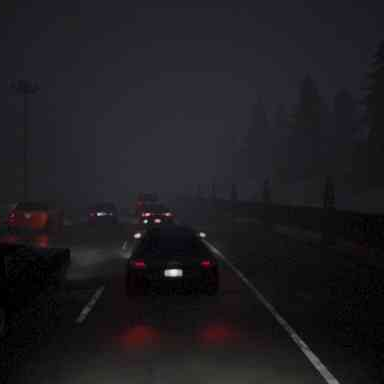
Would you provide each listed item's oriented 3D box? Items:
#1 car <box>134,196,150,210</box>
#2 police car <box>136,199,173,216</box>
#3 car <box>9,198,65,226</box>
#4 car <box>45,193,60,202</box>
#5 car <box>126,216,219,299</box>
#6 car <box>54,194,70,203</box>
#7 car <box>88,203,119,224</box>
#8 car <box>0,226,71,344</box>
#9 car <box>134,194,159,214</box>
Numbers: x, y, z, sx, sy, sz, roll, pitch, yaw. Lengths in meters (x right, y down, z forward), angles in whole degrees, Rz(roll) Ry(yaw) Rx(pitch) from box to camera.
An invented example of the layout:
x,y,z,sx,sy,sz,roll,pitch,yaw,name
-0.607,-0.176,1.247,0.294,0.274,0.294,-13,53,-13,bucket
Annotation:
x,y,z,sx,sy,sz,roll,pitch,yaw,name
-6.607,1.377,43.540,1.801,1.575,5.366,0,0,-11,car
-2.402,1.470,21.583,2.038,1.542,4.974,0,1,-10,police car
-9.212,1.317,20.041,2.097,1.767,4.553,0,0,-10,car
-30.138,1.223,71.926,2.097,1.767,4.553,0,0,-11,car
-0.543,1.548,8.496,1.994,1.385,4.181,0,0,-5,car
-25.119,1.236,64.559,2.097,1.767,4.553,0,0,-11,car
-6.387,1.503,24.203,2.033,1.411,5.357,0,0,-11,car
-3.752,1.589,6.033,1.895,1.301,4.718,0,0,-4,car
-4.354,1.164,32.019,2.150,2.045,5.566,0,0,-11,car
